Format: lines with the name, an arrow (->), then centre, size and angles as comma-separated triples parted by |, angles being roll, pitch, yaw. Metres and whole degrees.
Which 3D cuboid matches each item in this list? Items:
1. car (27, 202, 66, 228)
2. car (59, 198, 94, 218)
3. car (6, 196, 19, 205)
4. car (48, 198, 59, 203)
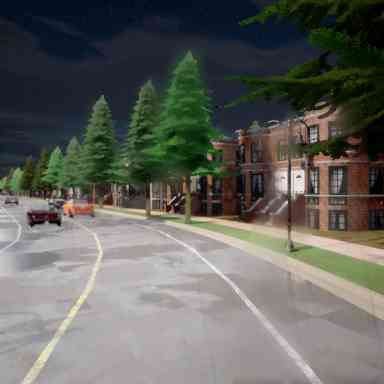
car -> -10.082, 1.601, 22.570 | 1.895, 1.301, 4.718 | 0, 0, -29
car -> -10.468, 1.352, 30.427 | 2.097, 1.767, 4.553 | 0, 0, -31
car -> -31.225, 1.492, 57.819 | 2.128, 1.511, 4.902 | 0, 0, -31
car -> -16.159, 1.505, 39.958 | 1.837, 1.490, 4.892 | 0, 0, -31
